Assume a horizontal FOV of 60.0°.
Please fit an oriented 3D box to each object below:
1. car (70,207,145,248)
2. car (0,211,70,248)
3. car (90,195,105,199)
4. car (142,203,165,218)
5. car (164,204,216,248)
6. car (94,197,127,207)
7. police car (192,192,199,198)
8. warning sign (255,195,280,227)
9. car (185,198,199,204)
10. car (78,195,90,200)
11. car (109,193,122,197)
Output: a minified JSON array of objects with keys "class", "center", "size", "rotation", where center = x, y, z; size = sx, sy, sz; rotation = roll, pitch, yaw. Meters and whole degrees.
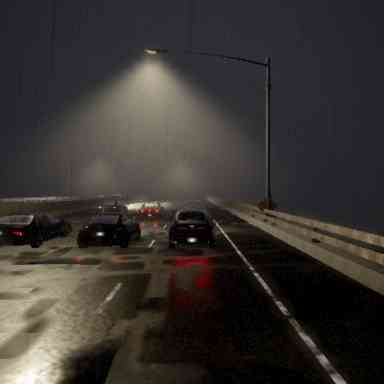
[{"class":"car","center":[-3.500,1.570,14.650],"size":[1.994,1.385,4.181],"rotation":[0,0,0]},{"class":"car","center":[-7.000,1.561,14.651],"size":[2.033,1.411,5.357],"rotation":[0,0,0]},{"class":"car","center":[-21.000,1.468,75.929],"size":[2.128,1.511,4.902],"rotation":[0,0,0]},{"class":"car","center":[-3.500,1.612,29.680],"size":[1.895,1.301,4.718],"rotation":[0,0,0]},{"class":"car","center":[0.000,1.514,14.651],"size":[1.837,1.490,4.892],"rotation":[0,0,0]},{"class":"car","center":[-7.000,1.491,29.651],"size":[2.128,1.511,4.902],"rotation":[0,0,0]},{"class":"police car","center":[1.050,1.410,95.284],"size":[1.930,1.638,5.238],"rotation":[0,0,0]},{"class":"warning sign","center":[4.555,1.112,20.168],"size":[1.300,1.860,1.060],"rotation":[0,0,0]},{"class":"car","center":[0.000,1.559,29.651],"size":[2.033,1.411,5.357],"rotation":[0,0,0]},{"class":"car","center":[-24.500,1.442,75.930],"size":[1.837,1.490,4.892],"rotation":[0,0,0]},{"class":"car","center":[-17.500,1.168,75.898],"size":[2.150,2.045,5.566],"rotation":[0,0,0]}]
